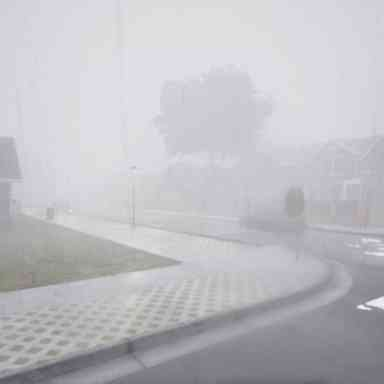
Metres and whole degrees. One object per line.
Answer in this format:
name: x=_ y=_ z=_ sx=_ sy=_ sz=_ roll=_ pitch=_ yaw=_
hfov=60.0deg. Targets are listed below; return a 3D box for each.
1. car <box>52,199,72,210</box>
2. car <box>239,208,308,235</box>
car: x=-18.480 y=1.741 z=47.042 sx=1.837 sy=1.490 sz=4.892 roll=0 pitch=0 yaw=-35
car: x=4.446 y=1.567 z=18.750 sx=1.994 sy=1.385 sz=4.181 roll=0 pitch=0 yaw=-26
